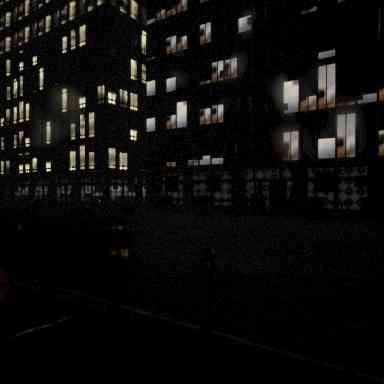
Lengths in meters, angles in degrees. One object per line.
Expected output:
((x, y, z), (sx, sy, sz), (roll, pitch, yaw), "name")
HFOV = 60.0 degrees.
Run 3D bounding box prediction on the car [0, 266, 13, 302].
((-5.544, 1.526, 6.834), (4.829, 1.417, 1.752), (0, 0, 36), "car")
